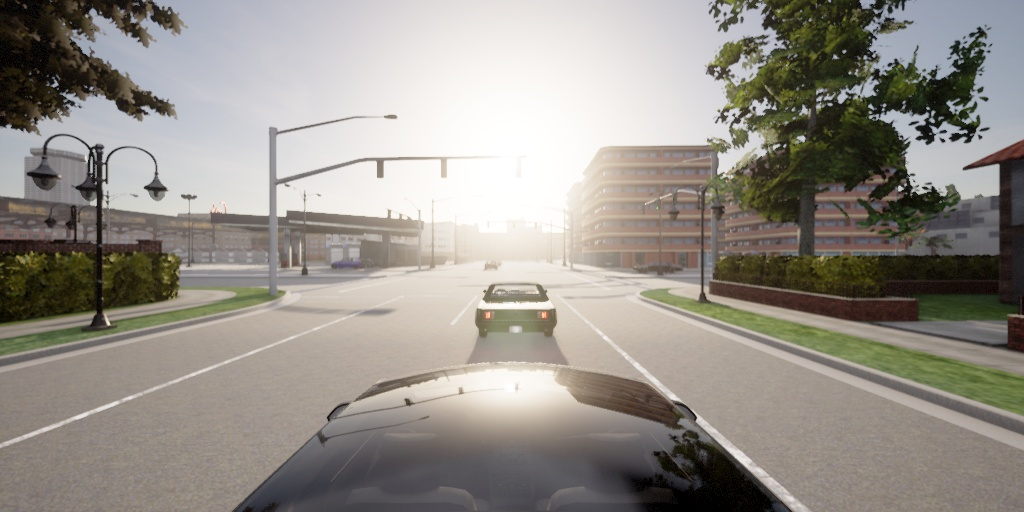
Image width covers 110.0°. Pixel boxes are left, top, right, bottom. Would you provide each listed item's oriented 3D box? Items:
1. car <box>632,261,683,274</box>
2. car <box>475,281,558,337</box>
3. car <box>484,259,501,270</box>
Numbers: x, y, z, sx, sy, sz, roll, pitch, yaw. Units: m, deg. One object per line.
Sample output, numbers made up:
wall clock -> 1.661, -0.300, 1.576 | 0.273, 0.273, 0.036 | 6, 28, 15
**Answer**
car -> 16.639, 1.277, 41.042 | 5.357, 1.411, 2.033 | 0, 0, 1
car -> 0.098, 1.346, 10.227 | 1.895, 1.301, 4.718 | 0, 0, 0
car -> -3.054, 1.324, 52.557 | 1.895, 1.301, 4.718 | 0, 0, -1
